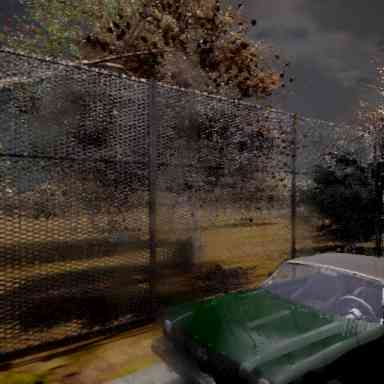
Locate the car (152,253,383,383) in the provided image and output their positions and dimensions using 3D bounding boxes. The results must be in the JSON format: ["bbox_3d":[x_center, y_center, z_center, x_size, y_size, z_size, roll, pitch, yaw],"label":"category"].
[{"bbox_3d":[1.894,1.600,4.411,4.718,1.301,1.895,0,0,-35],"label":"car"}]
